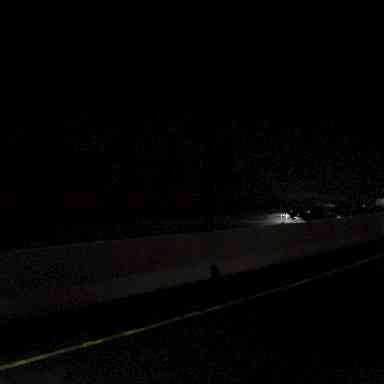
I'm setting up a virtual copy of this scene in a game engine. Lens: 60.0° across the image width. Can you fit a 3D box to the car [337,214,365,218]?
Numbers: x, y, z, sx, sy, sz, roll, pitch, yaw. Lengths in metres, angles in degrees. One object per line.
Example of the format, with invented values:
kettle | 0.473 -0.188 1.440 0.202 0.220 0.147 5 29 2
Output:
car | 11.822 1.535 25.418 2.128 1.511 4.902 0 0 39
